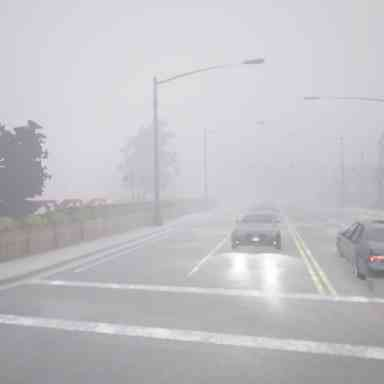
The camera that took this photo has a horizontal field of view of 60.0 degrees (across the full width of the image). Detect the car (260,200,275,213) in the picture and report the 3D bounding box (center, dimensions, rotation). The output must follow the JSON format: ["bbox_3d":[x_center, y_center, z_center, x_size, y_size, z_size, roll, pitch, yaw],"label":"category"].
[{"bbox_3d":[9.644,1.764,42.241,1.812,1.442,4.674,-1,-1,14],"label":"car"}]

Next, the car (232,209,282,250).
[{"bbox_3d":[2.945,1.661,14.875,1.994,1.385,4.181,-1,-1,14],"label":"car"}]

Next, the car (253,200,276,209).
[{"bbox_3d":[5.374,1.627,24.876,1.882,1.535,5.008,-1,0,14],"label":"car"}]

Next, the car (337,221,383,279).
[{"bbox_3d":[5.503,1.547,9.718,2.033,1.411,5.357,-1,-1,17],"label":"car"}]
